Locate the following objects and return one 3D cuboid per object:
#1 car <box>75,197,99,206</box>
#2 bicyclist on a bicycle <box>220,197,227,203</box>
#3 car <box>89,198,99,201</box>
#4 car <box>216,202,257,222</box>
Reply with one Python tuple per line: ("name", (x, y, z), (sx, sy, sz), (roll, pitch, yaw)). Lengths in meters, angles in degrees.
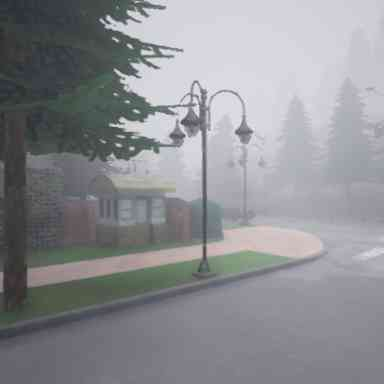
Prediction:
("car", (-16.235, 1.451, 51.426), (1.994, 1.385, 4.181), (0, 0, -42))
("bicyclist on a bicycle", (3.214, 1.301, 34.779), (1.656, 1.620, 0.582), (0, 0, -42))
("car", (-11.371, 1.421, 40.448), (2.033, 1.411, 5.357), (0, 0, -42))
("car", (2.504, 1.436, 24.912), (1.895, 1.301, 4.718), (0, 0, -42))
